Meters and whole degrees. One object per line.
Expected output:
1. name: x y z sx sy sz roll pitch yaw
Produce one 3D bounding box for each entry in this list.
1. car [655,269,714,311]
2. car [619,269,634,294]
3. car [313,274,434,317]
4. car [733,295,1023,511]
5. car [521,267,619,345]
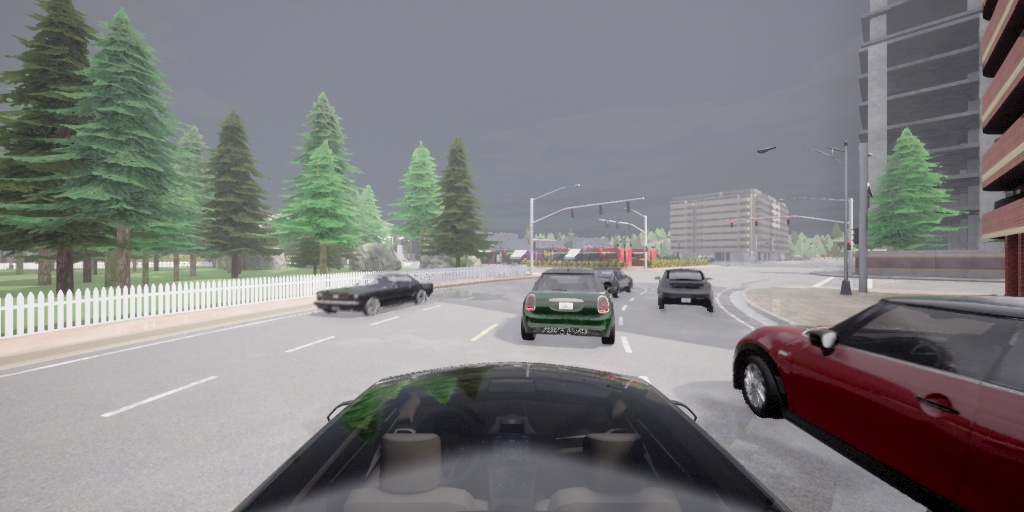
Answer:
1. car: 6.987 1.258 14.604 1.837 1.490 4.892 0 0 23
2. car: 4.909 1.298 18.585 2.033 1.411 5.357 0 0 29
3. car: -4.892 1.351 13.403 1.895 1.301 4.718 0 0 18
4. car: 3.962 1.102 2.982 2.097 1.767 4.553 0 0 3
5. car: 1.635 1.102 9.842 2.097 1.767 4.553 0 0 13
